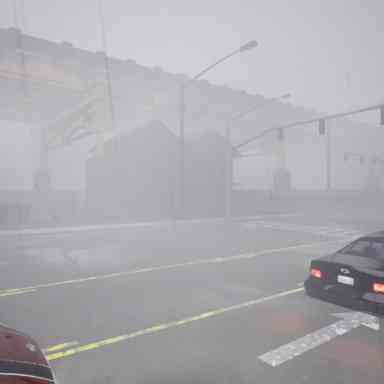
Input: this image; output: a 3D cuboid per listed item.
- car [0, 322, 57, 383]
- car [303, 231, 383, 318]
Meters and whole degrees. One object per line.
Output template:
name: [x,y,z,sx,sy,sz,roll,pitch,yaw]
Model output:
car: [-3.011,1.352,1.600,4.553,1.767,2.097,0,0,-36]
car: [4.671,1.547,7.115,5.357,1.411,2.033,0,0,-35]
